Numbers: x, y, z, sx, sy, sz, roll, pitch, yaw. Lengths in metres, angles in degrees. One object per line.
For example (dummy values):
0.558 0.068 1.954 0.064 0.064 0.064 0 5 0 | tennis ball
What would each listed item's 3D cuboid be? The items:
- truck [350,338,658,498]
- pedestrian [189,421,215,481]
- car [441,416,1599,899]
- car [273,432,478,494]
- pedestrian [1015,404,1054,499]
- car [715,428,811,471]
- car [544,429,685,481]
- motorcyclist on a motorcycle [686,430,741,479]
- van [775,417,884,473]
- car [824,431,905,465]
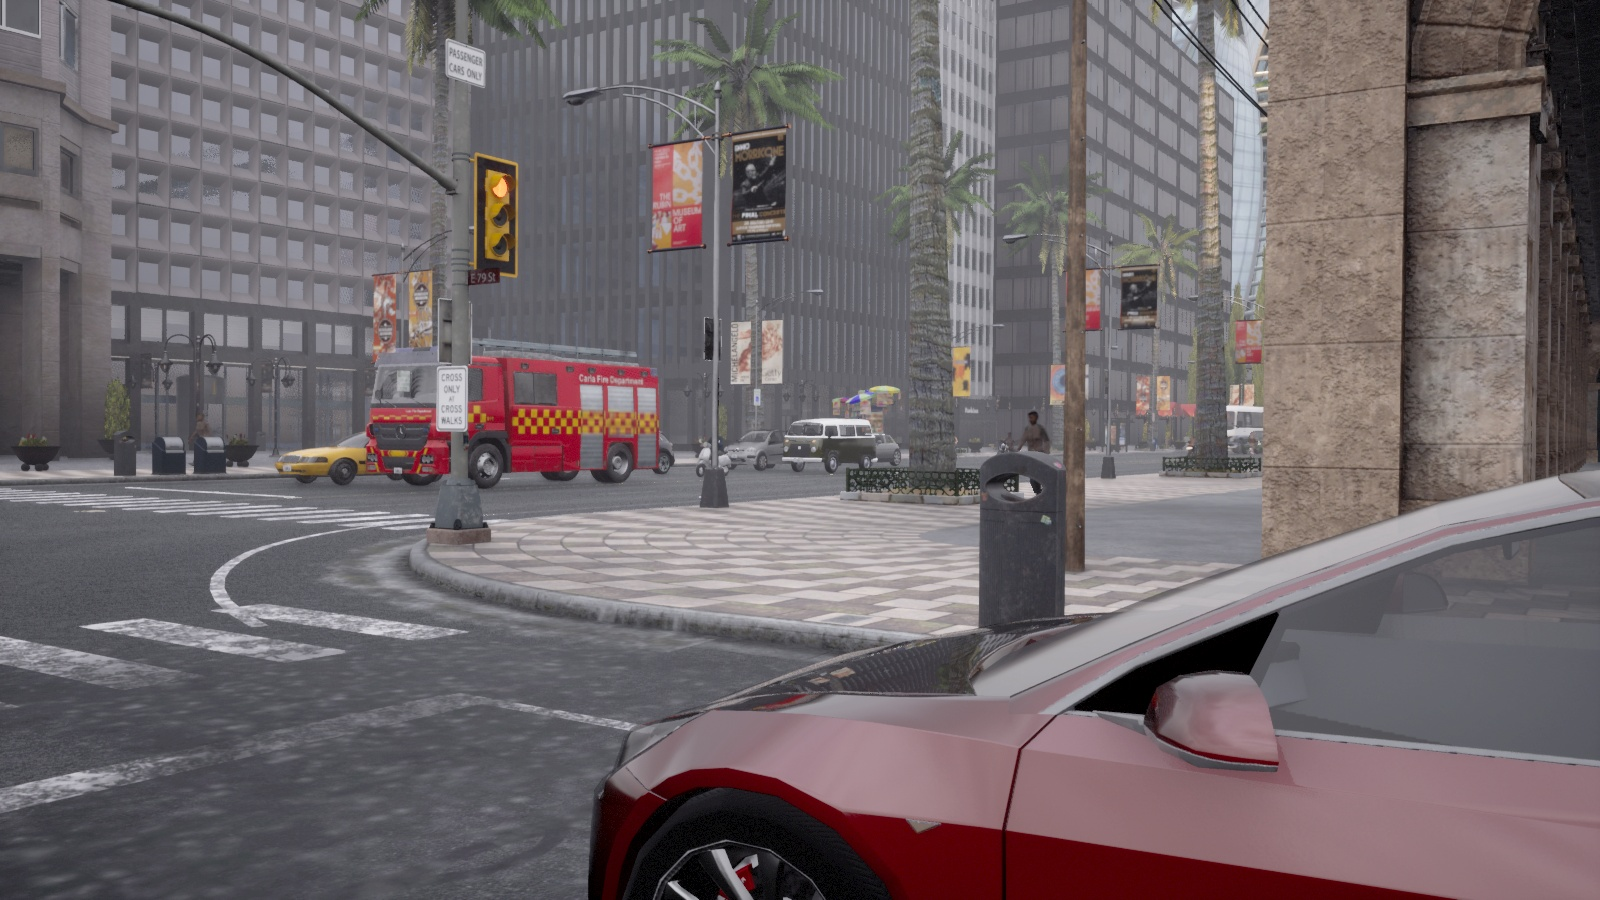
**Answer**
-7.730 -0.831 34.274 2.891 3.827 8.468 0 1 33 | truck
-18.703 0.021 39.293 0.331 1.846 0.634 0 1 26 | pedestrian
1.787 0.681 2.457 4.792 1.488 2.163 0 1 33 | car
-11.593 0.301 34.719 1.801 1.575 5.366 0 1 34 | car
4.530 0.016 24.250 0.328 1.805 0.869 0 1 42 | pedestrian
-1.431 -0.042 50.141 1.851 1.617 3.988 0 1 33 | car
-6.252 0.133 42.845 2.033 1.649 4.856 0 1 34 | car
-2.858 0.142 41.631 0.866 1.590 1.817 0 1 33 | motorcyclist on a motorcycle
1.180 -0.208 47.746 2.069 2.038 4.480 0 1 33 | van
2.949 -0.105 56.751 1.970 1.475 3.806 0 1 33 | car
